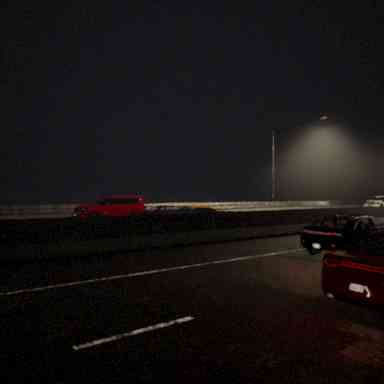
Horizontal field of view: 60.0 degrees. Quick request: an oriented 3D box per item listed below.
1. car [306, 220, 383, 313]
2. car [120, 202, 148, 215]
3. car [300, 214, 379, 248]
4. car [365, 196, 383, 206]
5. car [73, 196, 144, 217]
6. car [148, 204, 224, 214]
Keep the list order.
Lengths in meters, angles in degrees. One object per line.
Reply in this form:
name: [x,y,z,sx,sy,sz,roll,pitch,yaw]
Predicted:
car: [4.888,1.539,7.238,5.008,1.535,1.882,1,0,-36]
car: [-2.067,1.640,24.021,5.357,1.411,2.033,1,0,-36]
car: [6.089,1.582,12.396,4.902,1.511,2.128,1,0,-36]
car: [28.206,1.597,49.879,5.566,2.045,2.150,0,0,-35]
car: [-6.120,1.296,25.428,5.566,2.045,2.150,1,0,-36]
car: [0.021,1.571,21.211,5.008,1.535,1.882,1,0,-36]
